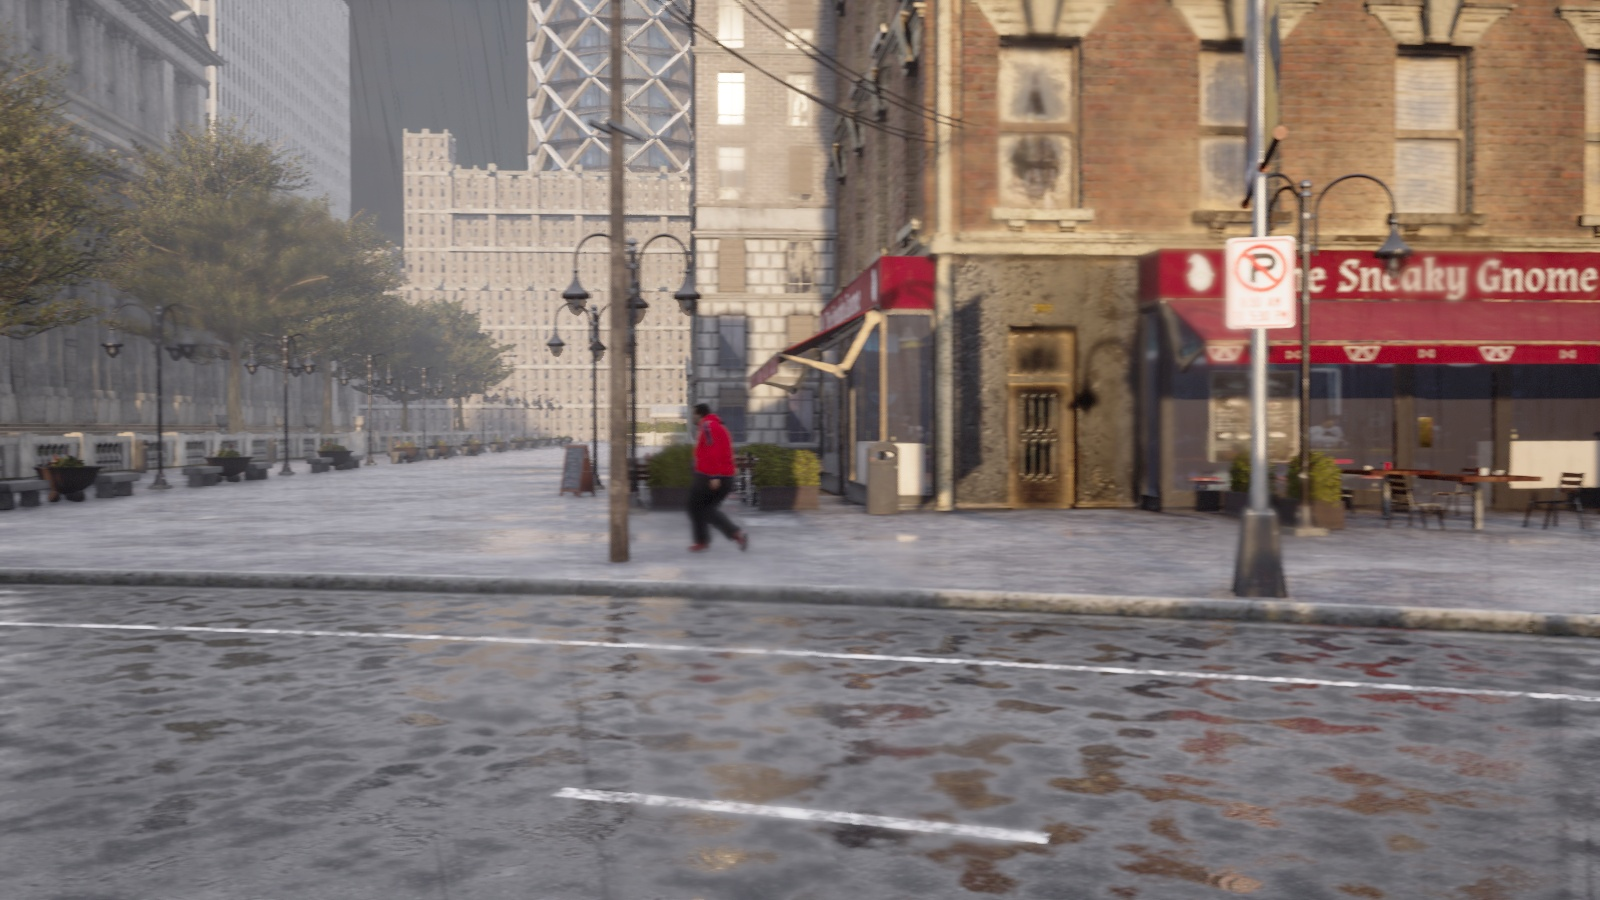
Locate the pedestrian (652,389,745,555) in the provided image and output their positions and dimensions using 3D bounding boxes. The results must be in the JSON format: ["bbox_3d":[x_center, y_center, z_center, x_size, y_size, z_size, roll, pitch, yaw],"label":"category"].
[{"bbox_3d":[-1.150,0.237,14.322,0.899,1.844,0.634,0,1,15],"label":"pedestrian"}]
